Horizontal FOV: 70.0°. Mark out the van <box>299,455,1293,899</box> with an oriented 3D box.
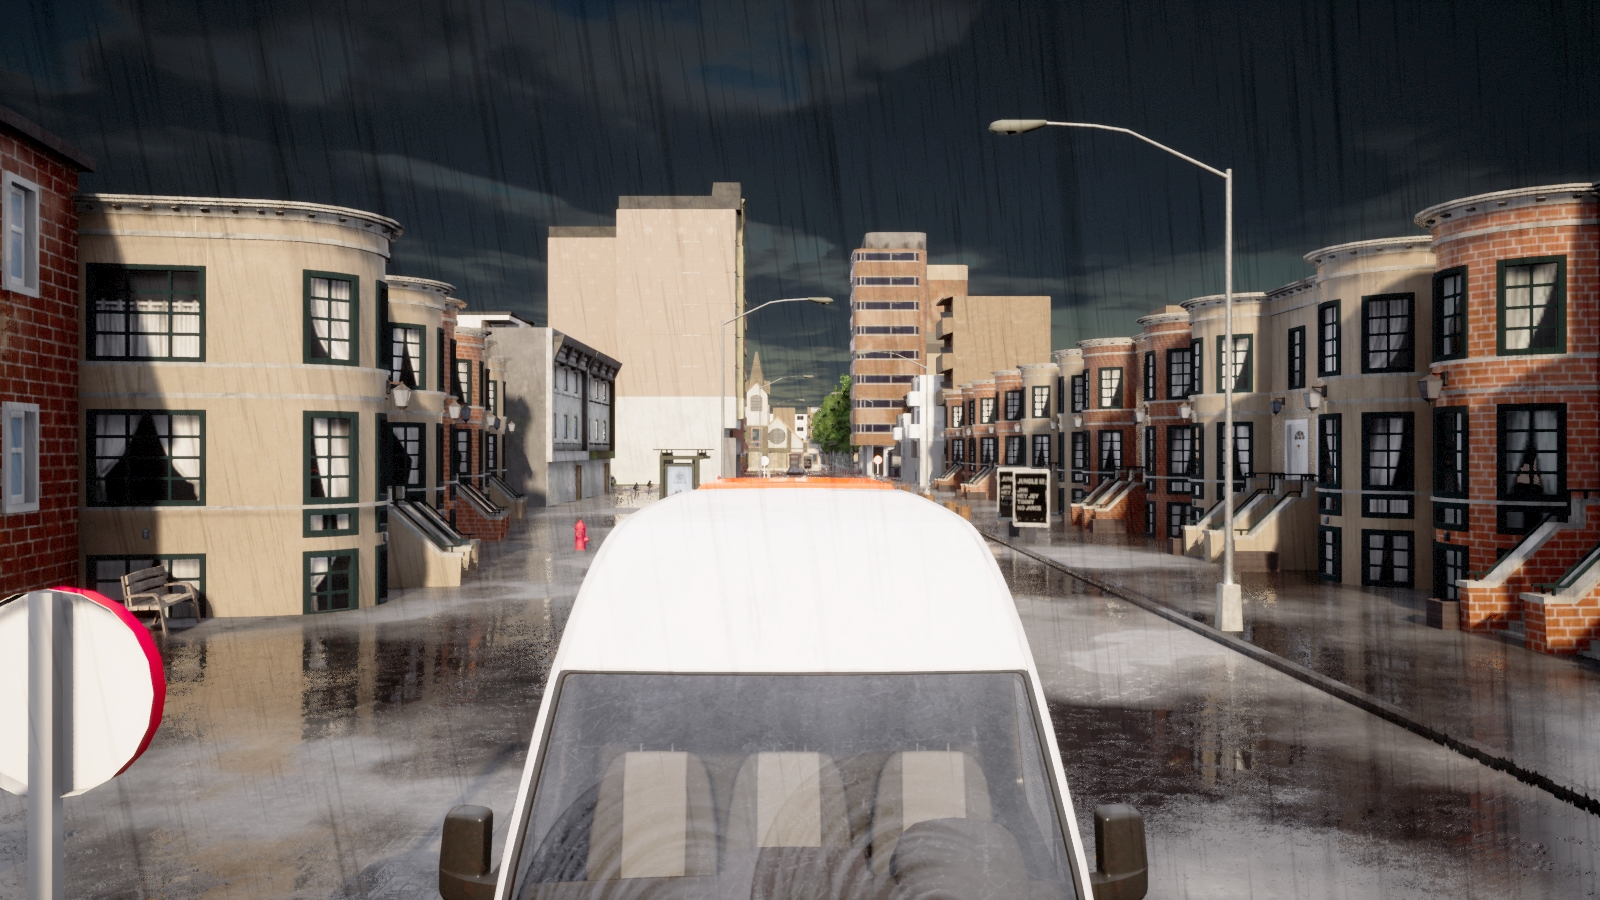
[{"bbox_3d":[-0.019,1.314,5.243,1.988,2.561,5.915,0,0,0],"label":"van"}]
